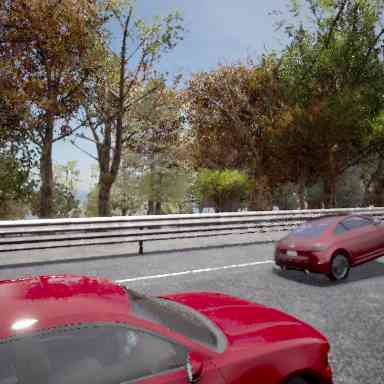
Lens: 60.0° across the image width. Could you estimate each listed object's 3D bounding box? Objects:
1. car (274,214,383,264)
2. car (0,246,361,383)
[{"bbox_3d":[4.331,1.304,9.622,4.181,1.385,1.994,-9,0,-29],"label":"car"},{"bbox_3d":[-1.029,1.477,2.679,5.008,1.535,1.882,0,0,-29],"label":"car"}]
